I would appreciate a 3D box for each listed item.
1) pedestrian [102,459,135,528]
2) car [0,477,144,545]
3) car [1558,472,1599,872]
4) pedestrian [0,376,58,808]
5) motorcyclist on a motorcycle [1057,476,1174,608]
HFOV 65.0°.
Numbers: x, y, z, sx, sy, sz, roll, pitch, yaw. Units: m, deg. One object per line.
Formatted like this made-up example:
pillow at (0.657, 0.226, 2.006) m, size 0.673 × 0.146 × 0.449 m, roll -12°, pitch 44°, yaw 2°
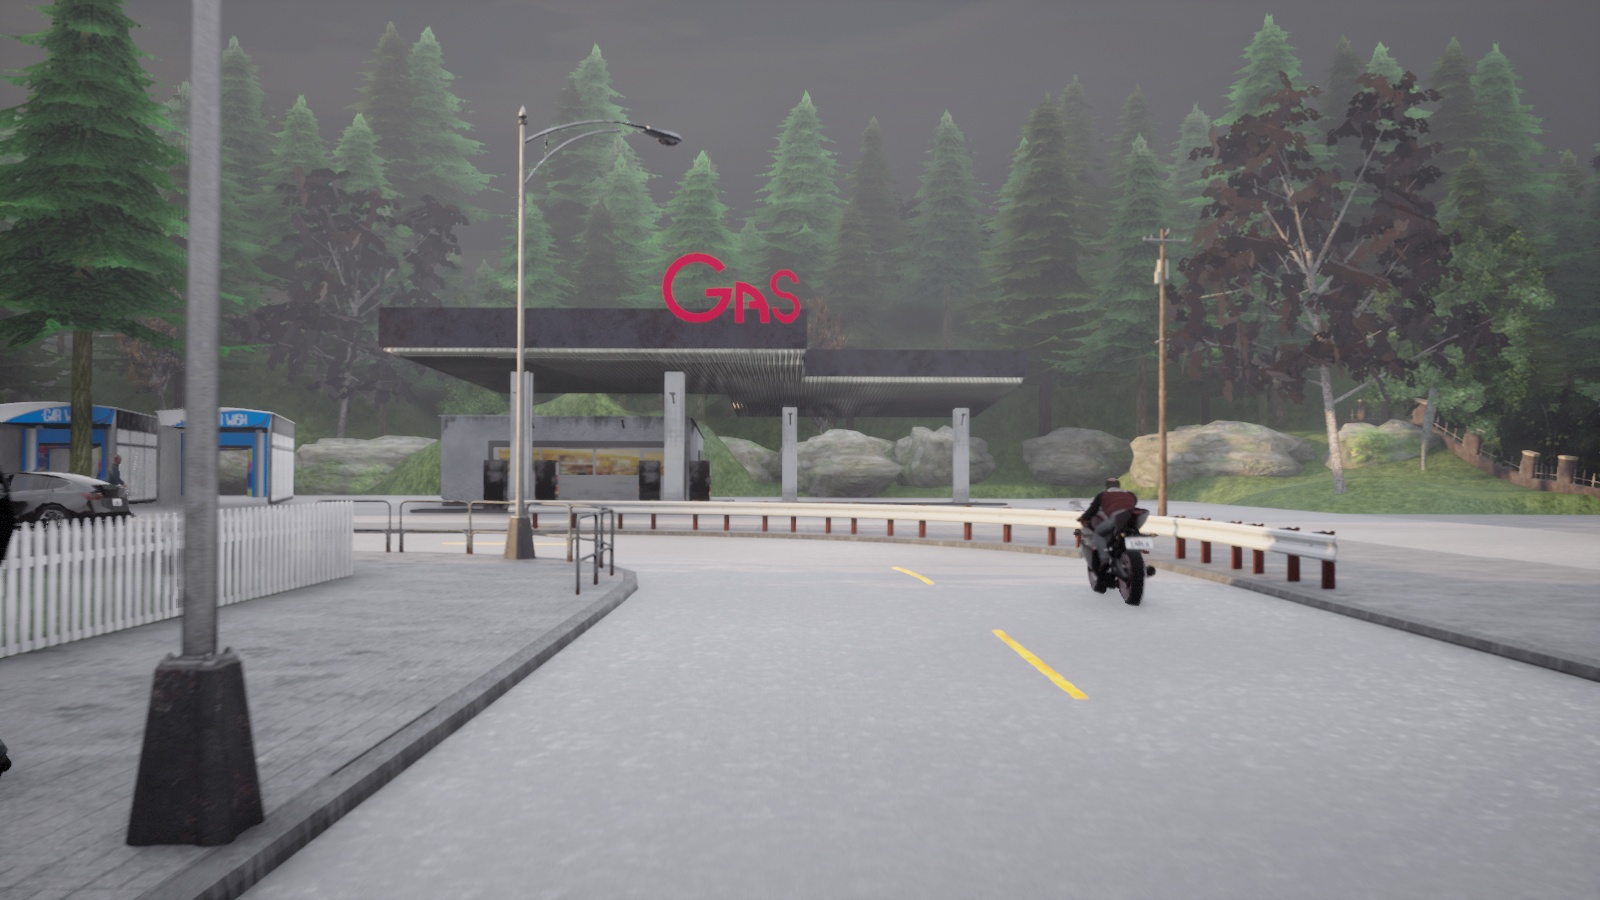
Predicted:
pedestrian at (-18.248, 1.161, 33.650) m, size 0.726 × 1.842 × 0.402 m, roll 0°, pitch -1°, yaw -21°
car at (-17.952, 1.367, 28.704) m, size 4.792 × 1.488 × 2.163 m, roll 0°, pitch -1°, yaw 0°
car at (3.993, 0.832, 3.261) m, size 1.789 × 1.549 × 3.705 m, roll 0°, pitch -1°, yaw 0°
pedestrian at (-3.784, 0.634, 5.641) m, size 0.402 × 1.930 × 0.666 m, roll -1°, pitch -1°, yaw 20°
motorcyclist on a motorcycle at (3.926, 1.099, 15.810) m, size 0.866 × 1.530 × 2.191 m, roll 0°, pitch -1°, yaw -1°
